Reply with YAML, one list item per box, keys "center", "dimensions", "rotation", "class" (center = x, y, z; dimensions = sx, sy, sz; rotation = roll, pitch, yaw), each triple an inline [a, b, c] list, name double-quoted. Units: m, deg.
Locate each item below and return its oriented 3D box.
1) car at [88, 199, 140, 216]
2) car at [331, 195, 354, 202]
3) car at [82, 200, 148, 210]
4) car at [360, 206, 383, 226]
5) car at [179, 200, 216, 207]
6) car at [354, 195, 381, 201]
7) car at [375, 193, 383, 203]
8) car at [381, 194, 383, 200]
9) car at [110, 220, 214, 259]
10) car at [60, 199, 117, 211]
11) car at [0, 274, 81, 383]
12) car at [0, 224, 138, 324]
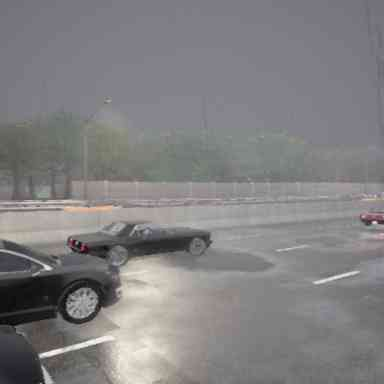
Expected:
- center: [-7.640, 1.502, 32.910]
  dimensions: [4.674, 1.442, 1.812]
  rotation: [0, 0, -35]
  class: "car"
- center: [25.565, 1.231, 56.190]
  dimensions: [4.892, 1.490, 1.837]
  rotation: [-1, 1, -34]
  class: "car"
- center: [-4.566, 1.509, 22.227]
  dimensions: [4.674, 1.442, 1.812]
  rotation: [0, 0, -35]
  class: "car"
- center: [12.924, 1.566, 21.498]
  dimensions: [4.718, 1.301, 1.895]
  rotation: [0, 0, -35]
  class: "car"
- center: [0.543, 1.530, 34.413]
  dimensions: [4.181, 1.385, 1.994]
  rotation: [0, 0, -35]
  class: "car"
- center: [26.060, 1.274, 48.031]
  dimensions: [5.008, 1.535, 1.882]
  rotation: [-1, 1, -35]
  class: "car"
- center: [34.060, 1.047, 57.806]
  dimensions: [5.008, 1.535, 1.882]
  rotation: [-2, 1, -34]
  class: "car"
- center: [28.421, 1.282, 45.417]
  dimensions: [4.902, 1.511, 2.128]
  rotation: [-1, 1, -35]
  class: "car"
- center: [-1.559, 1.592, 11.230]
  dimensions: [4.718, 1.301, 1.895]
  rotation: [0, 0, -35]
  class: "car"
- center: [-7.455, 1.336, 24.456]
  dimensions: [4.553, 1.767, 2.097]
  rotation: [0, 0, -35]
  class: "car"
- center: [-3.166, 1.603, 1.611]
  dimensions: [4.718, 1.301, 1.895]
  rotation: [0, 0, -36]
  class: "car"
- center: [-3.576, 1.504, 5.492]
  dimensions: [4.892, 1.490, 1.837]
  rotation: [0, 0, -36]
  class: "car"
